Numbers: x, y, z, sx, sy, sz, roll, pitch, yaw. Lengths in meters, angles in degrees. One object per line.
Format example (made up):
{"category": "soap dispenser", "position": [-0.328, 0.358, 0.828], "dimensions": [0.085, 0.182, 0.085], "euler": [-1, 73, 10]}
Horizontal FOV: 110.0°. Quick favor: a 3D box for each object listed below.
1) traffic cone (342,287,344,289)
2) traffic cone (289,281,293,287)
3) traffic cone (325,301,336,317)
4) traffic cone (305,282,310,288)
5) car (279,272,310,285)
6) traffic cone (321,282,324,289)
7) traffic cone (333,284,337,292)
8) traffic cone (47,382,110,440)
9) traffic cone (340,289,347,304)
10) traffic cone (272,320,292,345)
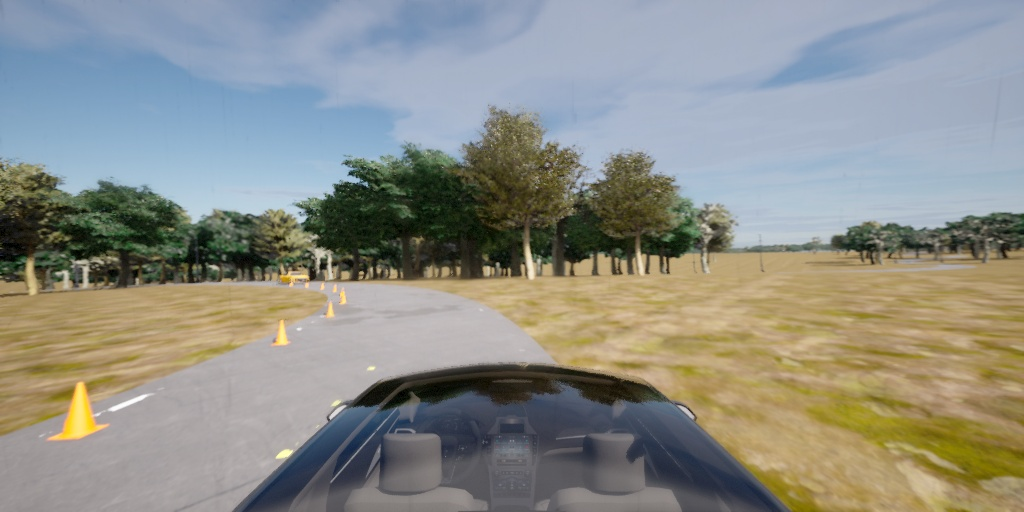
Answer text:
{"category": "traffic cone", "position": [-10.445, 2.202, 22.164], "dimensions": [0.340, 0.580, 0.340], "euler": [0, 0, -29]}
{"category": "traffic cone", "position": [-22.625, 2.840, 36.807], "dimensions": [0.340, 0.580, 0.340], "euler": [0, 0, 43]}
{"category": "traffic cone", "position": [-6.822, 1.982, 13.470], "dimensions": [0.340, 0.580, 0.340], "euler": [0, 0, -17]}
{"category": "traffic cone", "position": [-19.073, 2.655, 33.384], "dimensions": [0.340, 0.580, 0.340], "euler": [0, 0, 45]}
{"category": "car", "position": [-25.925, 2.615, 42.677], "dimensions": [5.008, 1.535, 1.882], "euler": [-3, -2, 38]}
{"category": "traffic cone", "position": [-15.792, 2.486, 29.918], "dimensions": [0.340, 0.580, 0.340], "euler": [0, 0, -41]}
{"category": "traffic cone", "position": [-12.916, 2.335, 26.180], "dimensions": [0.340, 0.580, 0.340], "euler": [0, 0, -35]}
{"category": "traffic cone", "position": [-5.080, 1.784, 4.214], "dimensions": [0.340, 0.580, 0.340], "euler": [0, 0, -5]}
{"category": "traffic cone", "position": [-8.406, 2.086, 17.912], "dimensions": [0.340, 0.580, 0.340], "euler": [0, 0, -23]}
{"category": "traffic cone", "position": [-5.709, 1.881, 8.888], "dimensions": [0.340, 0.580, 0.340], "euler": [0, 0, -11]}
